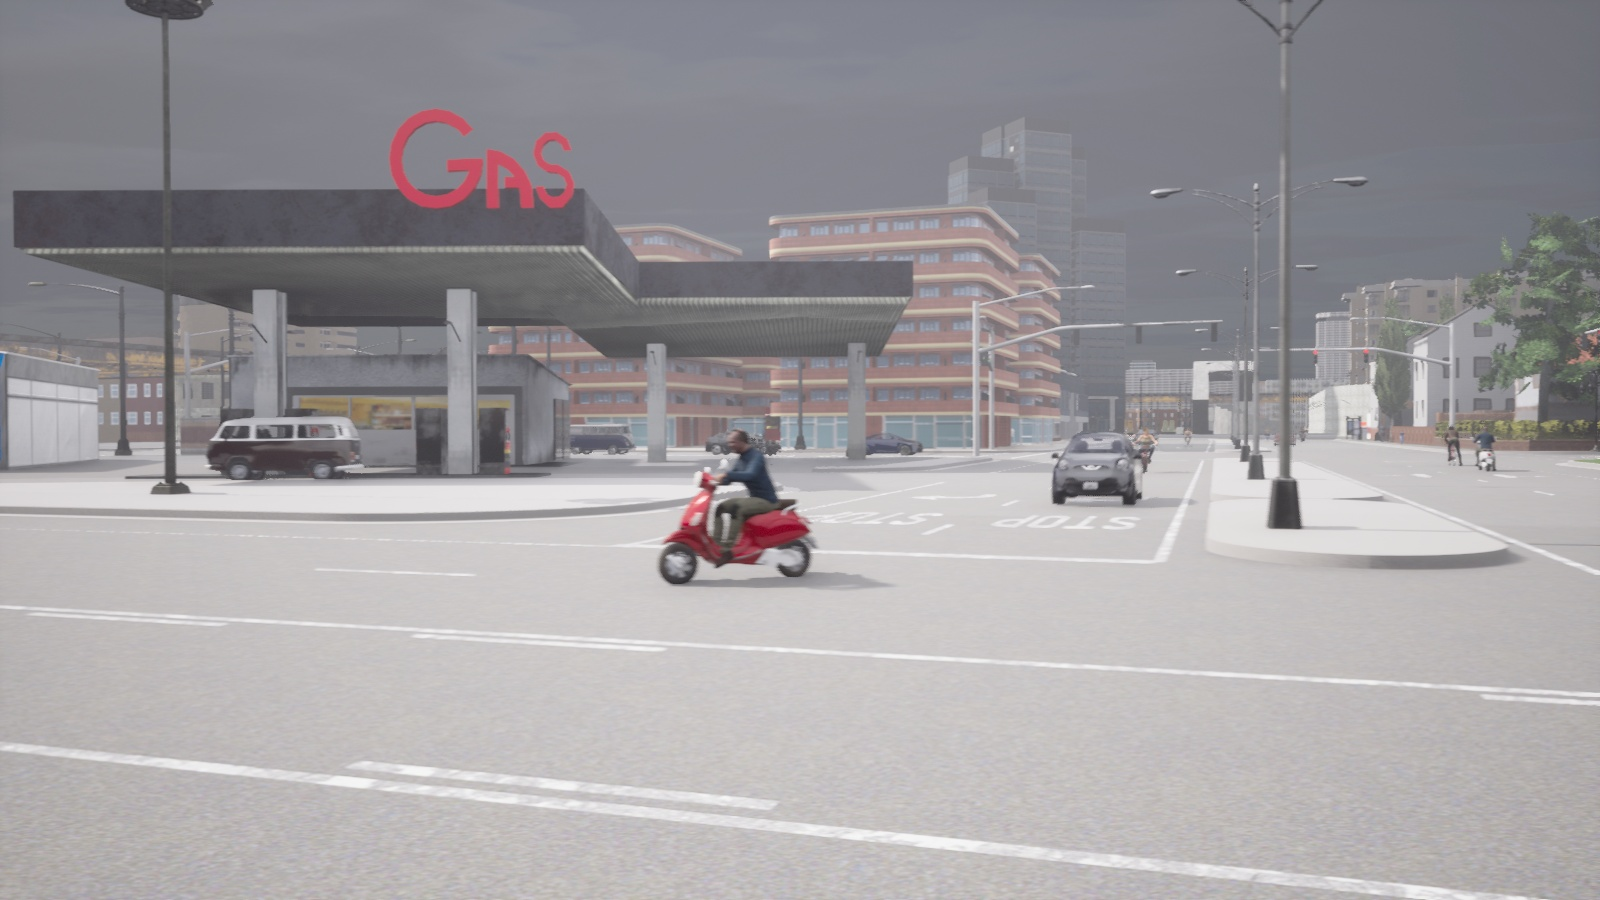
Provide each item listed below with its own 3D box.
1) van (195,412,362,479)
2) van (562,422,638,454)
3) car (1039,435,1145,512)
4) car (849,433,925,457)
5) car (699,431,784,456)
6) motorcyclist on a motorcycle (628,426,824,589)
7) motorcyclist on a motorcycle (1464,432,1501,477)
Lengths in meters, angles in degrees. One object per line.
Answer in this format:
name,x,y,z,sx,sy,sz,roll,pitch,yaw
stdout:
van,-16.326,-0.144,39.526,4.480,2.038,2.069,0,1,-8
van,-12.814,-0.762,80.541,4.442,1.987,1.775,1,1,17
car,6.243,0.438,26.621,1.845,1.501,3.633,1,1,18
car,5.193,-0.289,74.848,4.181,1.385,1.994,0,1,16
car,-3.600,-0.431,77.650,4.792,1.488,2.163,1,1,17
motorcyclist on a motorcycle,-0.769,0.568,13.044,1.817,1.590,0.866,0,-1,-27
motorcyclist on a motorcycle,24.518,0.149,45.141,0.866,1.590,1.817,1,1,18
